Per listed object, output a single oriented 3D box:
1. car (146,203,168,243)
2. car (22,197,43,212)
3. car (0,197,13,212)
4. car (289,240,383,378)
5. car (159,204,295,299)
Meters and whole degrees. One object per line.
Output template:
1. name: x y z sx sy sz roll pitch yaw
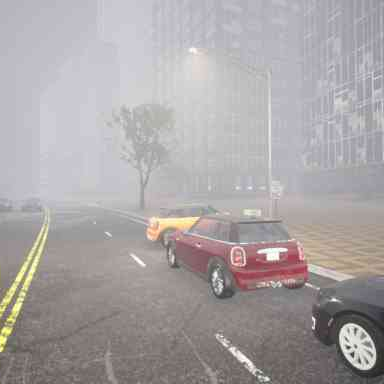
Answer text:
1. car: 0.362 1.276 14.453 4.553 1.767 2.097 -3 1 -18
2. car: -18.864 1.393 39.376 2.097 1.767 4.553 0 0 -24
3. car: -21.832 1.390 38.052 2.097 1.767 4.553 0 0 -24
4. car: 3.614 1.505 3.383 1.837 1.490 4.892 0 0 -36
5. car: 0.874 1.355 8.851 2.097 1.767 4.553 0 0 -22
